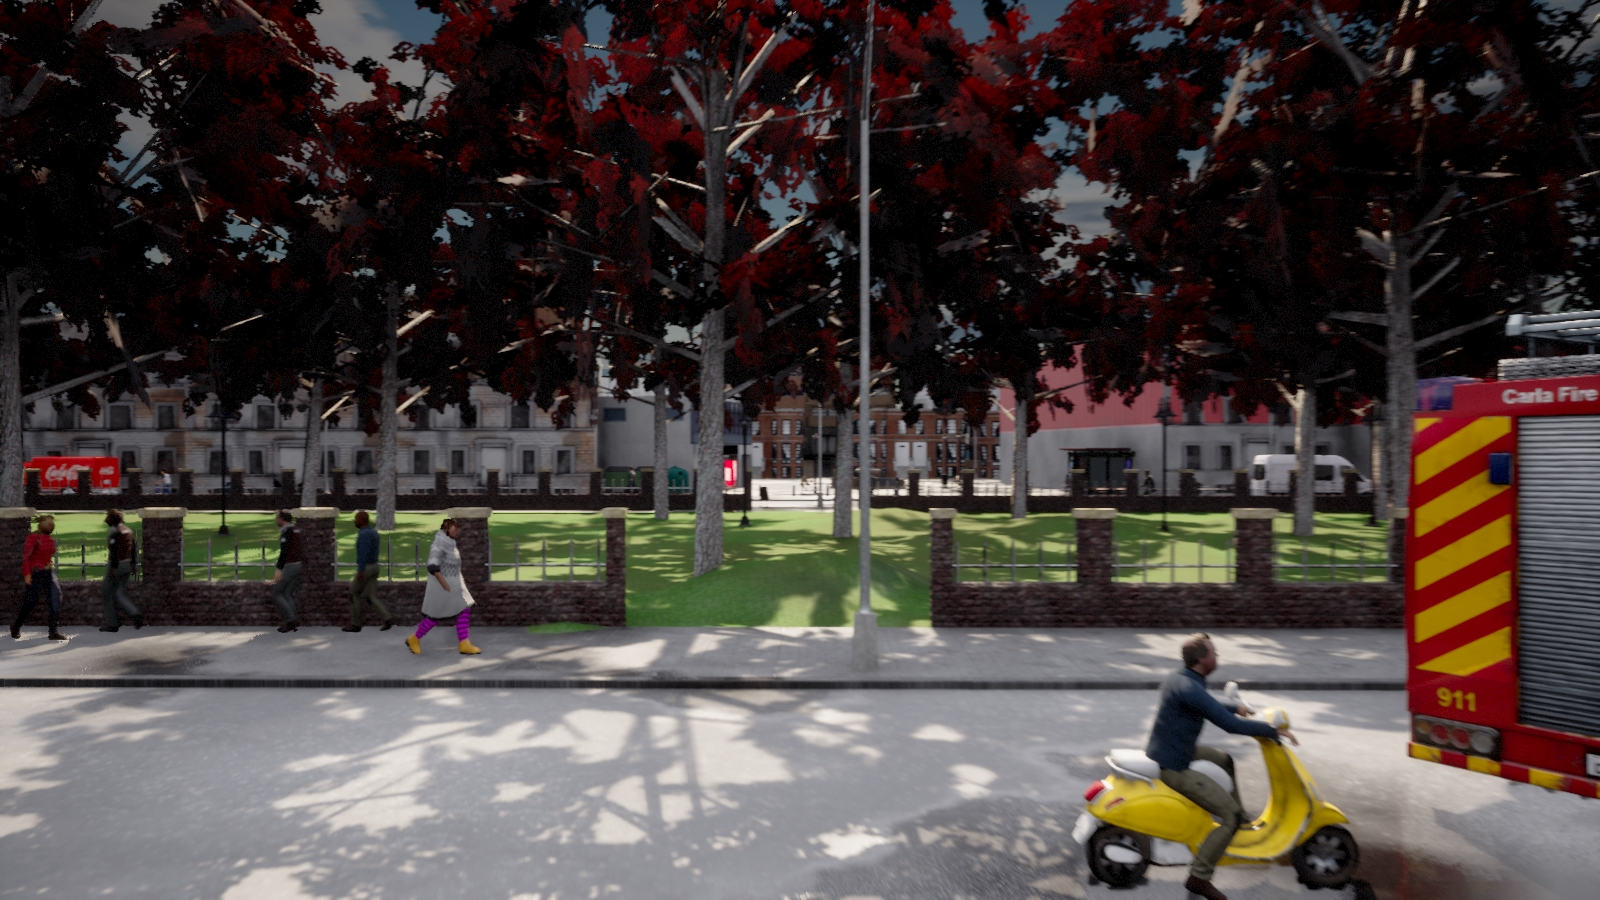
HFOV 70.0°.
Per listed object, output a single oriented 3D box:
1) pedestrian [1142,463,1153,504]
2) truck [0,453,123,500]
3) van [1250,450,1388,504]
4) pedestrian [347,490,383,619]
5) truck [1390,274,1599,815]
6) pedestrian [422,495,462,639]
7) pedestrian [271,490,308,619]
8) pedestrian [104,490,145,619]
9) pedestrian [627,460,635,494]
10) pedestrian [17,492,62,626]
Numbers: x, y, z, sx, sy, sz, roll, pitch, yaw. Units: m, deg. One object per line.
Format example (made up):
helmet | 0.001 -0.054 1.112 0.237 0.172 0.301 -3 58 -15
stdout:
pedestrian | 15.688 1.522 51.620 0.375 1.860 0.375 0 0 1
truck | -39.663 1.382 61.231 5.204 2.467 2.627 0 0 1
van | 25.509 1.306 56.294 5.915 2.561 1.988 0 0 1
pedestrian | -6.406 1.531 16.827 0.375 1.860 0.375 0 0 2
truck | 9.148 0.666 10.464 8.468 3.827 2.891 0 0 -34
pedestrian | -4.721 1.528 15.088 0.375 1.860 0.375 0 0 10
pedestrian | -7.501 1.531 16.804 0.375 1.860 0.375 0 0 -1
pedestrian | -9.959 1.534 16.857 0.375 1.860 0.375 0 0 2
pedestrian | -9.510 1.521 64.302 0.375 1.860 0.375 0 0 -2
pedestrian | -10.776 1.533 16.195 0.375 1.860 0.375 0 0 13
